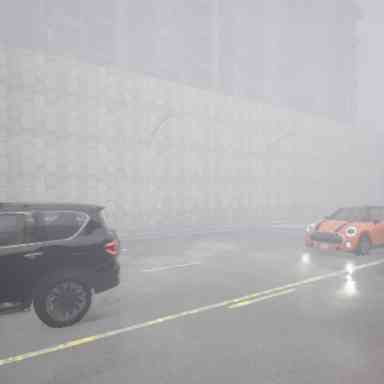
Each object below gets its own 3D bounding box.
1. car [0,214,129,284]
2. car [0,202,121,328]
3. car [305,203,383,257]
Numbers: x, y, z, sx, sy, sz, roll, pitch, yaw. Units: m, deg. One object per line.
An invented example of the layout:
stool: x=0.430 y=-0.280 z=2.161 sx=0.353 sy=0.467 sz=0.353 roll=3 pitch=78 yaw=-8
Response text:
car: x=-4.447 y=1.505 z=9.419 sx=4.892 sy=1.490 sz=1.837 roll=0 pitch=0 yaw=-36
car: x=-3.931 y=1.221 z=5.406 sx=5.566 sy=2.045 sz=2.150 roll=0 pitch=0 yaw=-37
car: x=6.494 y=1.352 z=13.149 sx=4.553 sy=1.767 sz=2.097 roll=0 pitch=0 yaw=-37
